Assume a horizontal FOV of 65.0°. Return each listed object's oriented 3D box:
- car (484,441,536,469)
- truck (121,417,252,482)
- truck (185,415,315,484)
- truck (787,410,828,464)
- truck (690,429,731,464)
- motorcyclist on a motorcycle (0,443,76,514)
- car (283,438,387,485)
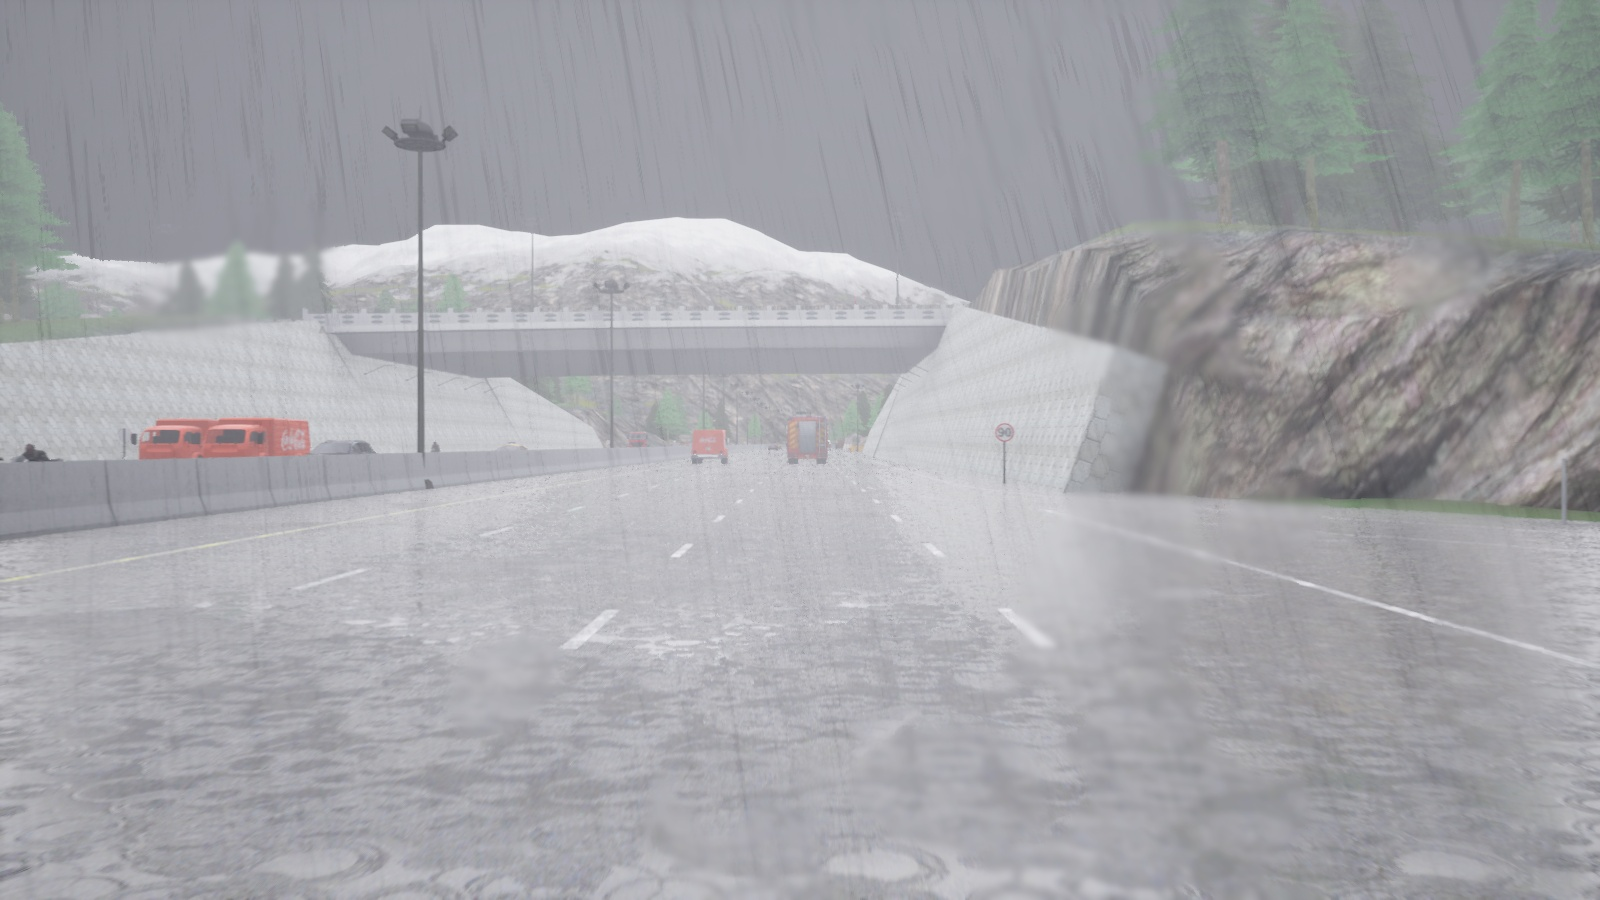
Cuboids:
[{"bbox_3d":[-17.064,0.256,74.057,1.801,1.575,5.366,0,0,0],"label":"car"},{"bbox_3d":[-24.201,-0.040,49.814,2.627,2.467,5.204,0,0,0],"label":"truck"},{"bbox_3d":[-20.714,-0.024,47.578,2.627,2.467,5.204,0,0,0],"label":"truck"},{"bbox_3d":[0.545,-0.939,92.913,2.891,3.827,8.468,0,0,0],"label":"truck"},{"bbox_3d":[-6.465,-0.254,91.179,2.627,2.467,5.204,0,1,0],"label":"truck"},{"bbox_3d":[-17.325,0.609,28.177,0.866,1.530,2.191,0,0,0],"label":"motorcyclist on a motorcycle"},{"bbox_3d":[-17.219,0.400,46.759,2.033,1.649,4.856,0,0,0],"label":"car"}]
